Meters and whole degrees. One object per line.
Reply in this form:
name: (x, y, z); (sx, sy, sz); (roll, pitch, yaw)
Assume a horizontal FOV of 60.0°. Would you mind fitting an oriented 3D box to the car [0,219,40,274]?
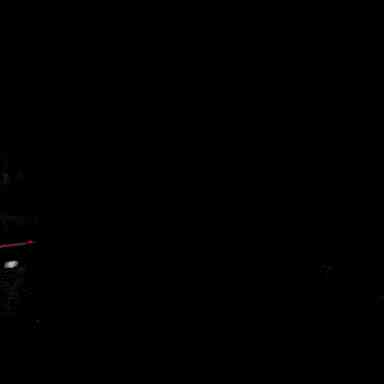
car: (-6.126, 1.478, 9.286); (4.902, 1.511, 2.128); (0, 0, 38)
